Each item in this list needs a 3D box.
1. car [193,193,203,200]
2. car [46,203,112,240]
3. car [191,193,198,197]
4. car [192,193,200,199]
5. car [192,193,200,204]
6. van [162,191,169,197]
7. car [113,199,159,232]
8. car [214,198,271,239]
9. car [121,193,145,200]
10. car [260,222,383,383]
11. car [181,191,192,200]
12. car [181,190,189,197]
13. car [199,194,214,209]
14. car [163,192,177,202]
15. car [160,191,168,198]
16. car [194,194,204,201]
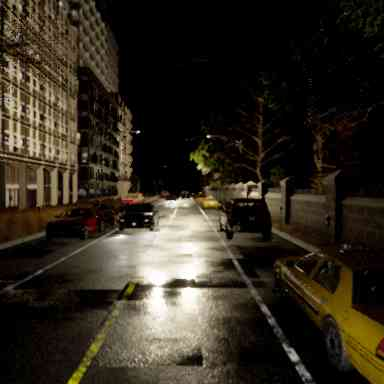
[{"bbox_3d":[1.254,0.991,71.789,1.947,1.339,4.313,0,0,-2],"label":"car"},{"bbox_3d":[-5.536,1.421,16.227,1.887,1.381,4.507,0,0,0],"label":"car"},{"bbox_3d":[0.594,0.818,93.978,1.802,1.307,4.206,0,1,-2],"label":"car"},{"bbox_3d":[0.924,0.898,82.884,1.947,1.339,4.313,0,0,-2],"label":"car"},{"bbox_3d":[1.463,1.038,53.247,1.801,1.575,5.366,0,0,-2],"label":"car"},{"bbox_3d":[-7.431,0.579,93.829,1.690,1.788,3.998,0,0,-2],"label":"van"},{"bbox_3d":[-2.963,1.357,19.241,1.837,1.490,4.892,0,0,-1],"label":"car"},{"bbox_3d":[2.488,1.190,16.321,2.192,1.841,5.009,0,0,-1],"label":"car"},{"bbox_3d":[-5.758,1.061,32.868,2.192,1.841,5.009,0,0,-1],"label":"car"},{"bbox_3d":[2.554,1.484,5.396,1.752,1.417,4.829,0,0,0],"label":"car"},{"bbox_3d":[-1.308,0.894,71.784,2.033,1.411,5.357,0,0,-2],"label":"car"},{"bbox_3d":[-2.009,0.426,95.311,2.097,1.767,4.553,0,1,-2],"label":"car"},{"bbox_3d":[2.157,1.224,38.680,1.752,1.417,4.829,0,0,-1],"label":"car"},{"bbox_3d":[-3.790,1.111,61.746,1.895,1.301,4.718,0,0,-1],"label":"car"},{"bbox_3d":[-7.266,0.601,88.290,2.192,1.841,5.009,0,0,-2],"label":"car"},{"bbox_3d":[1.419,1.054,66.242,1.802,1.307,4.206,0,0,-2],"label":"car"}]
